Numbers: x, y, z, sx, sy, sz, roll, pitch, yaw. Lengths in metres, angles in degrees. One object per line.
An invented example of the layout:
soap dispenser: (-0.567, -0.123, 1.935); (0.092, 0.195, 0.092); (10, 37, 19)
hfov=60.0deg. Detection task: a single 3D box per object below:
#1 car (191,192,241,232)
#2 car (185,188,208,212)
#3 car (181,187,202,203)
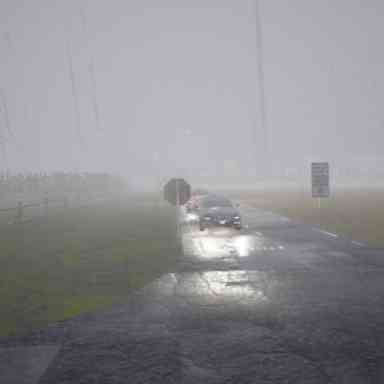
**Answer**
car: (1.136, 0.961, 16.368); (1.837, 1.490, 4.892); (-1, 2, -3)
car: (0.568, 0.517, 26.081); (2.097, 1.767, 4.553); (-1, 2, -3)
car: (-0.134, 0.288, 38.329); (2.128, 1.511, 4.902); (-1, 2, -3)
